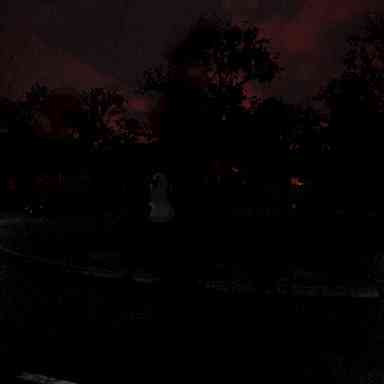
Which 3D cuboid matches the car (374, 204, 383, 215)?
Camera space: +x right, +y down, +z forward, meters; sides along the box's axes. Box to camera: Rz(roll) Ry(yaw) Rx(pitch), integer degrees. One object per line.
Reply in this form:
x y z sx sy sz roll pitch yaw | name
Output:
20.047 1.508 31.915 2.128 1.511 4.902 0 0 -28 | car

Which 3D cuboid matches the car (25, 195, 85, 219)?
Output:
-12.212 1.271 30.092 2.150 2.045 5.566 -1 0 25 | car
